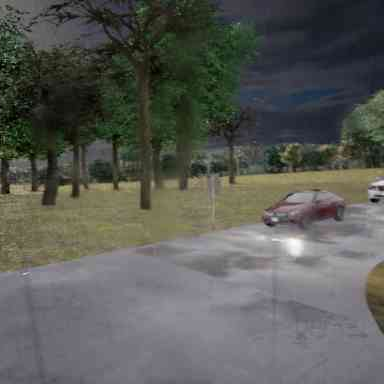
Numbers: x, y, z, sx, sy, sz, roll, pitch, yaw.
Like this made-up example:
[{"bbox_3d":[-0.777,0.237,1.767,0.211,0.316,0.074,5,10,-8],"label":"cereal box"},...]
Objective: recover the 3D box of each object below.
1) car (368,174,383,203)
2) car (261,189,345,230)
[{"bbox_3d":[13.491,-0.435,21.456,5.566,2.045,2.150,-5,4,-39],"label":"car"},{"bbox_3d":[4.963,0.648,14.464,4.674,1.442,1.812,-5,4,-41],"label":"car"}]
